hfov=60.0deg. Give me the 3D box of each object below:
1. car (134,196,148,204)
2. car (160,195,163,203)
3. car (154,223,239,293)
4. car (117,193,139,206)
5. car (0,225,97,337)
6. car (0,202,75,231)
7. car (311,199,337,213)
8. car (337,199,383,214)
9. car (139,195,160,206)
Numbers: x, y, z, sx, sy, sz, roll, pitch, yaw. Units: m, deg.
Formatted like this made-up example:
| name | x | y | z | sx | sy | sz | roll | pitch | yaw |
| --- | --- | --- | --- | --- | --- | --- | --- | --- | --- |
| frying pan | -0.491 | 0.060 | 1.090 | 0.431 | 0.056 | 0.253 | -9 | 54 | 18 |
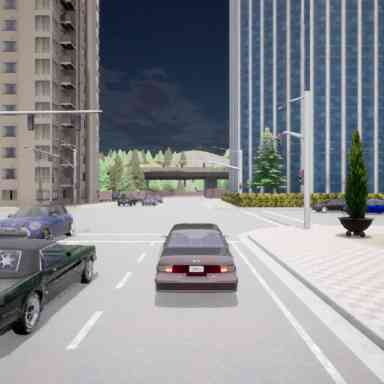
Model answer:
| name | x | y | z | sx | sy | sz | roll | pitch | yaw |
| --- | --- | --- | --- | --- | --- | --- | --- | --- | --- |
| car | -10.375 | 1.547 | 67.641 | 2.033 | 1.411 | 5.357 | 0 | 0 | 1 |
| car | -6.903 | 1.352 | 65.691 | 2.097 | 1.767 | 4.553 | 0 | 0 | 1 |
| car | 0.093 | 1.547 | 8.998 | 2.033 | 1.411 | 5.357 | 0 | 0 | 0 |
| car | -10.485 | 1.221 | 53.912 | 2.150 | 2.045 | 5.566 | 0 | 0 | 0 |
| car | -3.425 | 1.601 | 6.659 | 1.895 | 1.301 | 4.718 | 0 | 0 | 1 |
| car | -7.070 | 1.352 | 15.207 | 2.097 | 1.767 | 4.553 | 0 | 0 | 0 |
| car | 15.665 | 1.505 | 36.560 | 4.892 | 1.490 | 1.837 | 0 | 0 | 0 |
| car | 17.616 | 1.477 | 33.076 | 5.008 | 1.535 | 1.882 | 0 | 0 | 0 |
| car | -6.978 | 1.352 | 54.879 | 2.097 | 1.767 | 4.553 | 0 | 0 | 0 |
